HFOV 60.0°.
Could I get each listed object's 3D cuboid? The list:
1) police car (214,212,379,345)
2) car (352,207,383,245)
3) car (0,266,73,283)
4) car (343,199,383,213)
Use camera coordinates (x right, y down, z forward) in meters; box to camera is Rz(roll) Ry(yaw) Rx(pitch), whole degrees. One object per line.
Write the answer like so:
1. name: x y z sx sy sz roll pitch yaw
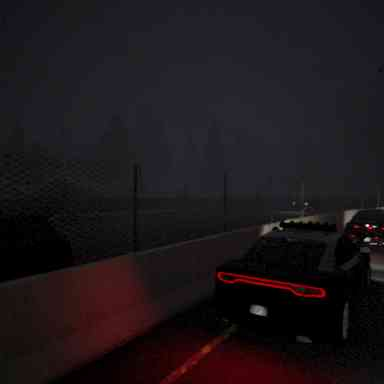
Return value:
1. police car: 2.355 1.412 6.687 1.930 1.638 5.238 1 0 34
2. car: 8.020 1.508 14.278 1.837 1.490 4.892 1 0 40
3. car: -4.700 1.273 6.559 2.097 1.767 4.553 1 0 32
4. car: 19.817 1.546 38.302 5.357 1.411 2.033 0 0 -36
